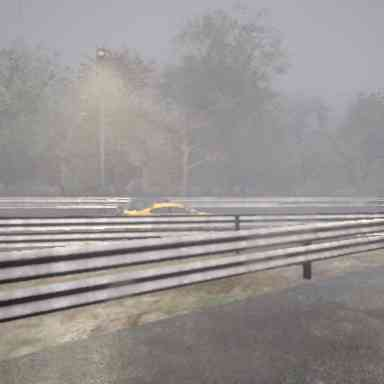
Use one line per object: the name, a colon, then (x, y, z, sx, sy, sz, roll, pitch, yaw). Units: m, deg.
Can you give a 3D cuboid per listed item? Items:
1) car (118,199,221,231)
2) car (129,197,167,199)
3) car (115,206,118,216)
car: (-0.970, 1.307, 16.687, 5.008, 1.535, 1.882, 0, 1, -14)
car: (-1.905, 1.114, 20.057, 4.553, 1.767, 2.097, 0, 1, -14)
car: (-2.699, 1.244, 23.471, 5.357, 1.411, 2.033, 0, 1, -14)
